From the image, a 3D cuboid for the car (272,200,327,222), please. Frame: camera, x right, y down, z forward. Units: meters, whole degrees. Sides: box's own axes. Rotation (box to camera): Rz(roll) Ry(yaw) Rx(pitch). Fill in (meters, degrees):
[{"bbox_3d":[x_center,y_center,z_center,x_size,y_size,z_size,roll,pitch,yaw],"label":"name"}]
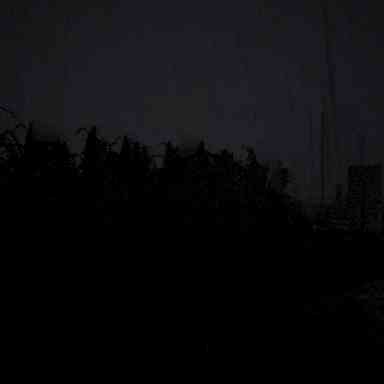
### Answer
[{"bbox_3d":[8.410,1.463,26.597,2.097,1.767,4.553,0,0,-36],"label":"car"}]
